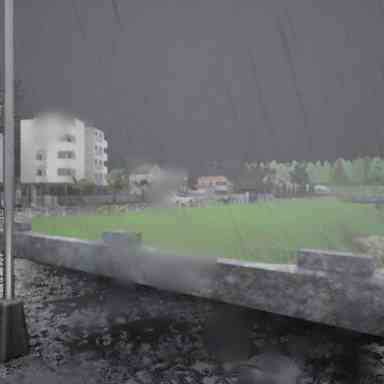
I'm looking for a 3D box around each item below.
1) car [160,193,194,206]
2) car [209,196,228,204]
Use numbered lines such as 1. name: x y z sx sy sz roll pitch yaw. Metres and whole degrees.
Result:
1. car: -1.998 1.220 52.811 2.150 2.045 5.566 0 -1 36
2. car: 4.978 1.529 62.629 1.812 1.442 4.674 0 0 36
